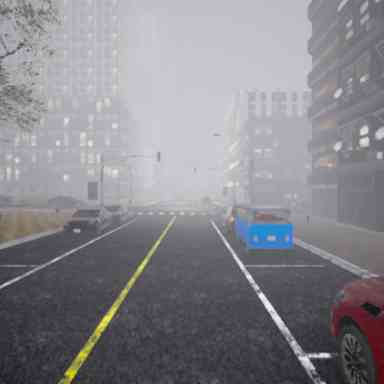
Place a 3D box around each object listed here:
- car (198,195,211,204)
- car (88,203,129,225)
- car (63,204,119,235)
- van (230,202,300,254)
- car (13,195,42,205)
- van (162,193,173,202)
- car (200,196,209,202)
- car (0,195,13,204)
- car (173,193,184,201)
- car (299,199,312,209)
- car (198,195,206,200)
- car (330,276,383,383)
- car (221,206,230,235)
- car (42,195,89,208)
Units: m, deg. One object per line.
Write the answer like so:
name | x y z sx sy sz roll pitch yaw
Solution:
car | 2.697 1.523 63.544 1.947 1.339 4.313 0 0 0
car | -5.689 1.546 23.900 1.947 1.339 4.313 0 0 0
car | -5.689 1.550 18.653 1.947 1.339 4.313 0 0 0
van | 2.690 1.330 13.103 1.690 1.788 3.998 0 0 0
car | -22.025 1.092 47.010 4.829 1.417 1.752 1 -1 -1
van | -5.684 1.294 73.511 1.690 1.788 3.998 0 0 0
car | 2.697 1.497 73.511 1.887 1.381 4.507 0 0 0
car | -27.470 1.031 46.861 4.313 1.339 1.947 1 -1 -1
car | -2.990 1.175 82.296 2.150 2.045 5.566 0 0 0
car | 16.034 1.723 47.350 4.097 1.590 1.967 1 -1 -1
car | 2.699 1.497 90.474 2.008 1.369 4.403 0 0 0
car | 2.688 1.313 2.000 2.192 1.841 5.009 0 0 0
car | 2.691 1.425 18.653 1.967 1.590 4.097 0 0 0
car | -15.381 1.197 41.293 5.008 1.535 1.882 1 0 -1
